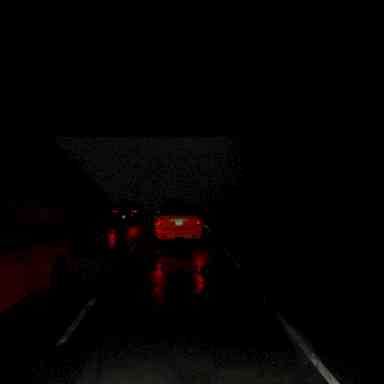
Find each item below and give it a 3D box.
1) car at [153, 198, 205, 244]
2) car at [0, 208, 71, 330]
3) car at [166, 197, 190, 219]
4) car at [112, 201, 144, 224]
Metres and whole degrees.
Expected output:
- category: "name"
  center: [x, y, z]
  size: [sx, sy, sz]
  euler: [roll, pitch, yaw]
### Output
- category: "car"
  center: [-0.608, 1.248, 15.431]
  size: [2.097, 1.767, 4.553]
  euler: [0, 0, -2]
- category: "car"
  center: [-3.641, 1.203, 4.894]
  size: [2.150, 2.045, 5.566]
  euler: [0, 0, -2]
- category: "car"
  center: [-1.201, 1.287, 28.358]
  size: [1.882, 1.535, 5.008]
  euler: [0, 0, -3]
- category: "car"
  center: [-4.477, 1.383, 23.567]
  size: [1.812, 1.442, 4.674]
  euler: [0, 1, -3]
